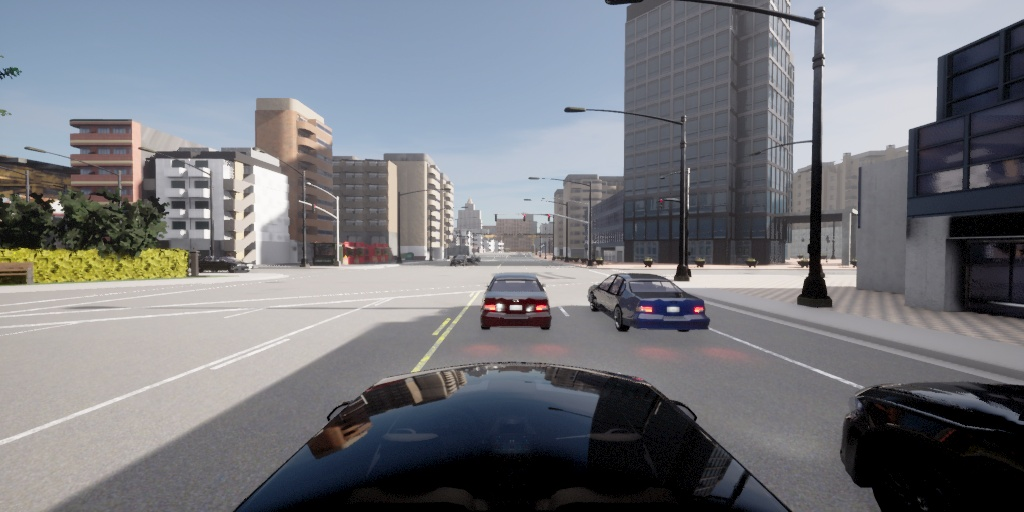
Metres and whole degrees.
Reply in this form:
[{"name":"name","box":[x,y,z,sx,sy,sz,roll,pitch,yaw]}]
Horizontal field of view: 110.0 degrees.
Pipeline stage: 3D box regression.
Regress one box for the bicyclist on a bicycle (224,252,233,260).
[{"name":"bicyclist on a bicycle","box":[-30.801,0.393,39.049,0.582,1.620,1.656,0,1,0]}]

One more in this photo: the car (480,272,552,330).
[{"name":"car","box":[0.091,1.195,10.728,2.033,1.411,5.357,0,1,0]}]

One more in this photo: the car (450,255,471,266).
[{"name":"car","box":[-7.101,0.588,48.060,1.837,1.490,4.892,0,0,0]}]

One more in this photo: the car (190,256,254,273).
[{"name":"car","box":[-25.446,0.736,31.538,4.902,1.511,2.128,0,1,0]}]

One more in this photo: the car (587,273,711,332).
[{"name":"car","box":[3.608,1.208,10.544,2.033,1.411,5.357,0,1,0]}]

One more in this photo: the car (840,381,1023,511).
[{"name":"car","box":[3.605,1.254,0.908,2.128,1.511,4.902,0,0,0]}]

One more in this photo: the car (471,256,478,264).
[{"name":"car","box":[-7.098,0.611,58.145,1.895,1.301,4.718,0,0,0]}]
